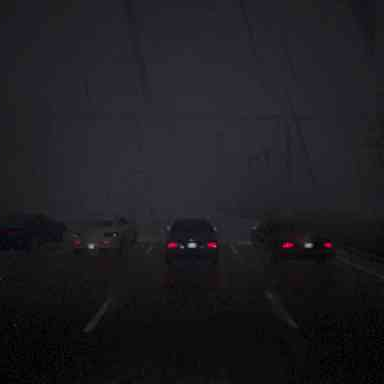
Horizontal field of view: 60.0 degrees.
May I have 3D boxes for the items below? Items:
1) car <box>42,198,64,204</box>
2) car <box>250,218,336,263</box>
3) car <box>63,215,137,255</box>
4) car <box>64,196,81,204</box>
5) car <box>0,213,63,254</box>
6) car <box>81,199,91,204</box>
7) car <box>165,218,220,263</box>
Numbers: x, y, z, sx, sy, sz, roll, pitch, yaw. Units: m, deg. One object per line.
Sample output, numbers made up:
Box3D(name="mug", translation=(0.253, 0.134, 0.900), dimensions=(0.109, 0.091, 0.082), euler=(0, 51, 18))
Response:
Box3D(name="car", translation=(-35.842, 2.227, 84.978), dimensions=(4.553, 1.767, 2.097), euler=(0, -1, 32))
Box3D(name="car", translation=(3.497, 1.678, 12.506), dimensions=(2.033, 1.411, 5.357), euler=(0, -1, 0))
Box3D(name="car", translation=(-3.512, 1.669, 13.888), dimensions=(1.812, 1.442, 4.674), euler=(0, 0, 0))
Box3D(name="car", translation=(-32.257, 2.115, 86.792), dimensions=(5.566, 2.045, 2.150), euler=(0, -1, 35))
Box3D(name="car", translation=(-7.013, 1.624, 14.209), dimensions=(1.882, 1.535, 5.008), euler=(0, 0, 0))
Box3D(name="car", translation=(-30.336, 2.516, 89.721), dimensions=(4.718, 1.301, 1.895), euler=(0, -1, 35))
Box3D(name="car", translation=(-0.003, 1.678, 12.507), dimensions=(2.033, 1.411, 5.357), euler=(0, -1, 0))
